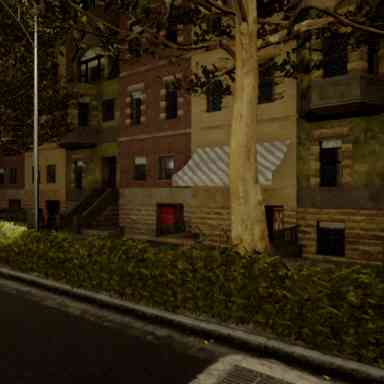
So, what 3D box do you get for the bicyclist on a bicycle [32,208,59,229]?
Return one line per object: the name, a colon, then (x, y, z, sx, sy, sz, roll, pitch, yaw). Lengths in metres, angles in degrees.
bicyclist on a bicycle: (-4.726, 1.337, 10.514, 0.582, 1.620, 1.656, 0, -4, 35)
